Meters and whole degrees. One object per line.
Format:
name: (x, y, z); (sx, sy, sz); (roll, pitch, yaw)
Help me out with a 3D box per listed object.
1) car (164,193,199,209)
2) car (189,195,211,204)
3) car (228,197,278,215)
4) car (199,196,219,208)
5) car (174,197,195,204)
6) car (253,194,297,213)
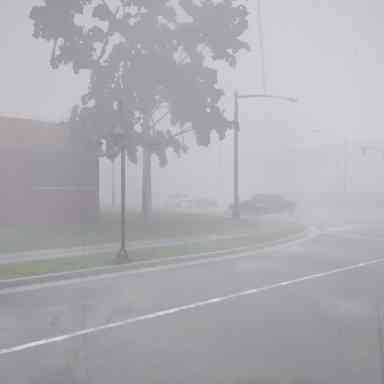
car: (-1.859, 1.226, 46.849); (2.150, 2.045, 5.566); (0, 0, -34)
car: (1.608, 1.478, 66.962); (1.882, 1.535, 5.008); (0, 0, -34)
car: (6.040, 1.547, 34.954); (2.033, 1.411, 5.357); (0, 0, -34)
car: (1.922, 1.562, 47.469); (1.994, 1.385, 4.181); (0, 0, -34)
car: (-1.576, 1.601, 65.426); (1.895, 1.301, 4.718); (0, 0, -34)
car: (8.922, 1.221, 36.937); (2.150, 2.045, 5.566); (0, 0, -34)
